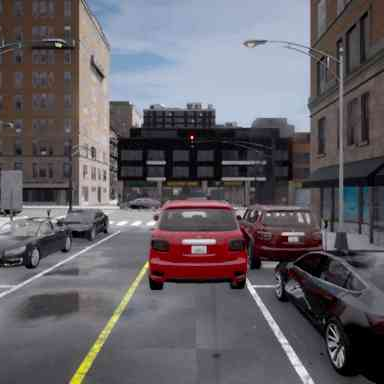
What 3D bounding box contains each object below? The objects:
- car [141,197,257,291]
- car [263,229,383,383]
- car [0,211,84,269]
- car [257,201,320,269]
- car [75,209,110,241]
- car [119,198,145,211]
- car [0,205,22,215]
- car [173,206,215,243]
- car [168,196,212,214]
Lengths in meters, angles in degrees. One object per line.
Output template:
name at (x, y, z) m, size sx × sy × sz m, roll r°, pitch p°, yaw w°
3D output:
car at (0.080, 1.220, 9.194) m, size 2.150 × 2.045 × 5.566 m, roll 0°, pitch 0°, yaw -1°
car at (2.636, 1.565, 5.373) m, size 1.947 × 1.339 × 4.313 m, roll 0°, pitch 0°, yaw 0°
car at (-5.388, 1.549, 11.036) m, size 2.008 × 1.369 × 4.403 m, roll 0°, pitch 0°, yaw 0°
car at (2.637, 1.313, 11.035) m, size 2.192 × 1.841 × 5.009 m, roll 0°, pitch 0°, yaw 0°
car at (-5.387, 1.563, 16.698) m, size 1.947 × 1.339 × 4.313 m, roll 0°, pitch 0°, yaw 0°
car at (-6.010, 1.463, 38.946) m, size 4.902 × 1.511 × 2.128 m, roll 0°, pitch 0°, yaw 0°
car at (-17.512, 1.519, 28.940) m, size 4.718 × 1.301 × 1.895 m, roll 0°, pitch 0°, yaw 0°
car at (0.092, 1.523, 16.952) m, size 1.812 × 1.442 × 4.674 m, roll 0°, pitch 0°, yaw 0°
car at (-0.247, 1.352, 35.720) m, size 4.553 × 1.767 × 2.097 m, roll 0°, pitch 0°, yaw 0°
